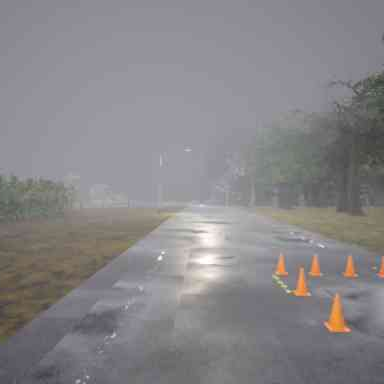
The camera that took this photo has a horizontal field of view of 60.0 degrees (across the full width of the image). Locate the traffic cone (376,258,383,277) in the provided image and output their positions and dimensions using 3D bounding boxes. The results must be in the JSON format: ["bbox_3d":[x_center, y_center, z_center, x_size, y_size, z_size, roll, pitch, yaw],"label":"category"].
[{"bbox_3d":[5.606,2.147,9.673,0.340,0.580,0.340,1,0,2],"label":"traffic cone"}]

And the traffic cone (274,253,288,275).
[{"bbox_3d":[2.611,2.085,9.752,0.340,0.580,0.340,1,0,2],"label":"traffic cone"}]

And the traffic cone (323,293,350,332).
[{"bbox_3d":[2.505,2.050,5.754,0.340,0.580,0.340,1,0,2],"label":"traffic cone"}]

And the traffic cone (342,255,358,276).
[{"bbox_3d":[4.608,2.126,9.700,0.340,0.580,0.340,1,0,2],"label":"traffic cone"}]

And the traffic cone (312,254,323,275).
[{"bbox_3d":[3.609,2.105,9.726,0.340,0.580,0.340,1,0,2],"label":"traffic cone"}]

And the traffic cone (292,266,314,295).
[{"bbox_3d":[2.558,2.067,7.753,0.340,0.580,0.340,1,0,2],"label":"traffic cone"}]
